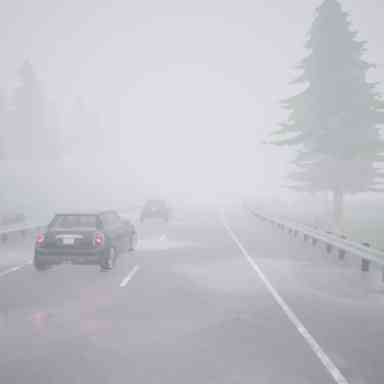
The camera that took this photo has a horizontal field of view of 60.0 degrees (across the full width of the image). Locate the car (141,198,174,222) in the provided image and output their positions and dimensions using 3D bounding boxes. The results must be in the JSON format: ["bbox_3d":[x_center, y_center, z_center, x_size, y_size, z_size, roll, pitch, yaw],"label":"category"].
[{"bbox_3d":[-2.642,1.282,26.072,2.097,1.767,4.553,0,0,3],"label":"car"}]

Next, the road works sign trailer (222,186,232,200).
[{"bbox_3d":[8.623,0.262,82.143,2.380,3.560,2.880,0,0,14],"label":"road works sign trailer"}]

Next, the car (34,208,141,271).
[{"bbox_3d":[-3.231,1.320,10.986,2.097,1.767,4.553,0,0,2],"label":"car"}]
